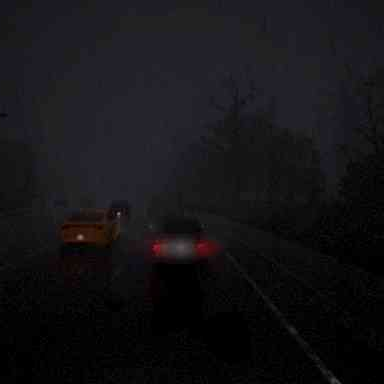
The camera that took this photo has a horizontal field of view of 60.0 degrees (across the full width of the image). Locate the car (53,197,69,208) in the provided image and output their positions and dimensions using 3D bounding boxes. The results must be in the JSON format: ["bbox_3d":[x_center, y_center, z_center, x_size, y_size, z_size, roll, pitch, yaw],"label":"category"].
[{"bbox_3d":[-19.044,1.492,48.534,1.837,1.490,4.892,0,-1,-19],"label":"car"}]

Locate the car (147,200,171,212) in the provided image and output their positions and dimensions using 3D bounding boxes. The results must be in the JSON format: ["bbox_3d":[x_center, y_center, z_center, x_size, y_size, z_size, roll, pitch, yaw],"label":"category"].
[{"bbox_3d":[-3.018,1.499,30.415,2.128,1.511,4.902,0,0,-11],"label":"car"}]

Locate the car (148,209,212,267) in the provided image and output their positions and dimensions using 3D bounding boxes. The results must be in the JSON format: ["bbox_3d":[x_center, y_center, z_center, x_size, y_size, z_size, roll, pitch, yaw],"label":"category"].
[{"bbox_3d":[-0.459,1.550,11.398,2.033,1.411,5.357,0,0,-4],"label":"car"}]

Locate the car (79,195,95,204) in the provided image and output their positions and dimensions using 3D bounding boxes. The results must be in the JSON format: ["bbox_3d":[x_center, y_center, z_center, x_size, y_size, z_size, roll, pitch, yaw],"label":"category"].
[{"bbox_3d":[-15.419,1.345,48.753,2.097,1.767,4.553,0,0,-19],"label":"car"}]

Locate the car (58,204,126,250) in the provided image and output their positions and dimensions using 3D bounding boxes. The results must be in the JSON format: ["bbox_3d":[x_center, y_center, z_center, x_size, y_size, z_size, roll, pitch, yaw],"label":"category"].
[{"bbox_3d":[-4.221,1.479,14.407,1.882,1.535,5.008,0,0,-5],"label":"car"}]

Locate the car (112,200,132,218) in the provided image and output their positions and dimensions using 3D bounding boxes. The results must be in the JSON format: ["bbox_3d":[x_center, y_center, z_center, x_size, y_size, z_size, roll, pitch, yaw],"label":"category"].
[{"bbox_3d":[-6.503,1.509,30.030,1.837,1.490,4.892,0,0,-11],"label":"car"}]
